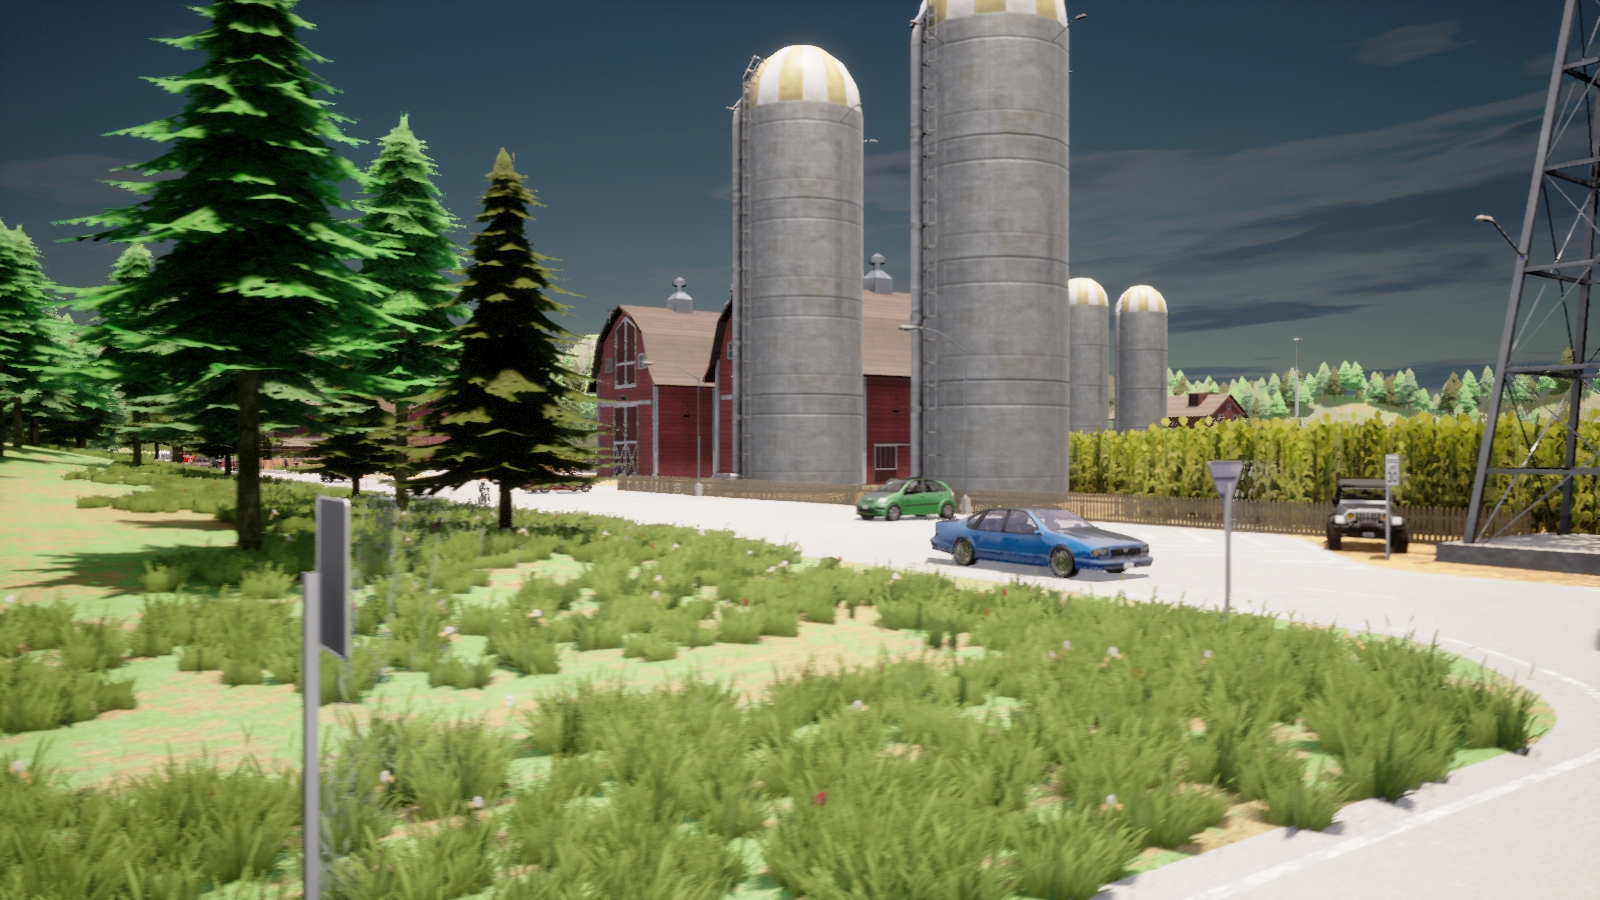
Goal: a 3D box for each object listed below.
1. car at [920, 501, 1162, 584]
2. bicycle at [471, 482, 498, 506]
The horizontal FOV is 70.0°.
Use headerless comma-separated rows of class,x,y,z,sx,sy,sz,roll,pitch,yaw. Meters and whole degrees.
car,5.209,1.966,25.479,2.033,1.411,5.357,0,0,-34
bicycle,-15.321,2.115,55.451,0.859,1.080,1.487,0,0,-34
